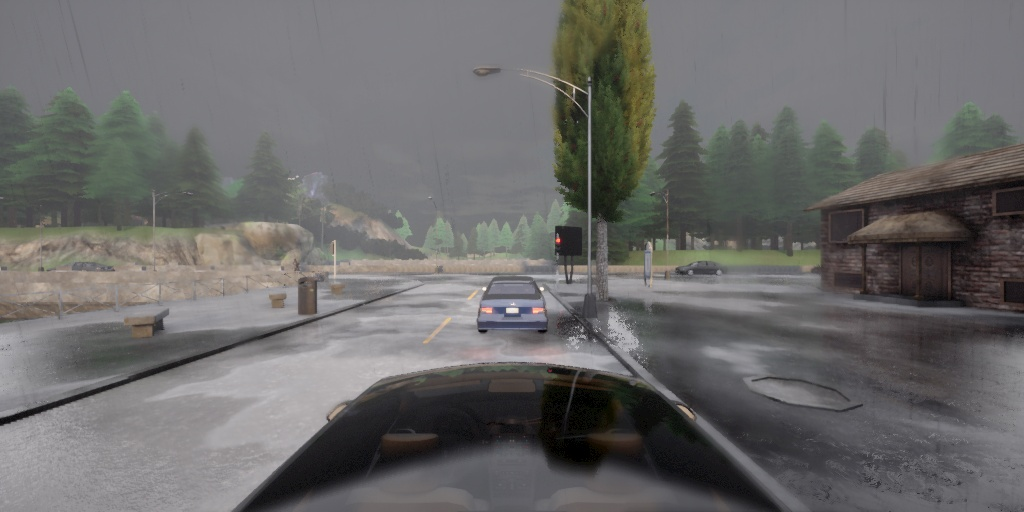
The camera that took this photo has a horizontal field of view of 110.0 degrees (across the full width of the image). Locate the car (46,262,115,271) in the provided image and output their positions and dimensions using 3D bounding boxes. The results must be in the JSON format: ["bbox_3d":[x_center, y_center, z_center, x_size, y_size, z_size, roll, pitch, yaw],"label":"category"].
[{"bbox_3d":[-43.713,1.297,36.388,5.357,1.411,2.033,0,0,0],"label":"car"}]

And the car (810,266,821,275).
[{"bbox_3d":[32.960,1.312,36.452,4.181,1.385,1.994,0,0,0],"label":"car"}]

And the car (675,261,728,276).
[{"bbox_3d":[19.203,1.255,36.463,4.892,1.490,1.837,0,0,0],"label":"car"}]

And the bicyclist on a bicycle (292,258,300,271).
[{"bbox_3d":[-24.512,1.099,40.678,0.582,1.620,1.656,0,0,0],"label":"bicyclist on a bicycle"}]

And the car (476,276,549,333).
[{"bbox_3d":[0.027,1.297,10.743,2.033,1.411,5.357,0,0,0],"label":"car"}]
